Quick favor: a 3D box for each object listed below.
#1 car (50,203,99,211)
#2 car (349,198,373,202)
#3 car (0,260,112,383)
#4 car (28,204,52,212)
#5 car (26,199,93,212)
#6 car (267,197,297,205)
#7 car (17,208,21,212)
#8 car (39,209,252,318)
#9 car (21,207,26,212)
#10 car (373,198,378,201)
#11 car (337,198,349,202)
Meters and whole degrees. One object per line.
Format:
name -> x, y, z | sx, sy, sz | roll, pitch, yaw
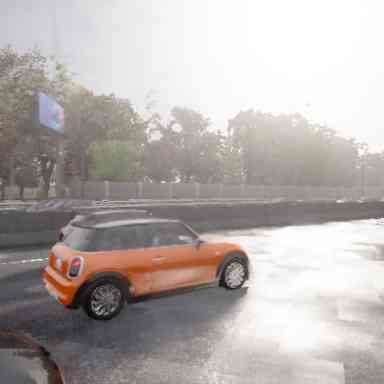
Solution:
car -> -1.947, 1.352, 10.957 | 4.553, 1.767, 2.097 | 0, 0, -36
car -> 25.071, 1.578, 47.630 | 4.892, 1.490, 1.837 | 0, 0, -35
car -> -3.129, 1.491, 1.512 | 4.902, 1.511, 2.128 | 0, 0, -36
car -> -7.131, 1.601, 20.404 | 4.718, 1.301, 1.895 | 0, 0, -36
car -> -8.854, 1.352, 23.473 | 4.553, 1.767, 2.097 | 0, 0, -35
car -> 12.870, 1.524, 47.542 | 5.008, 1.535, 1.882 | 0, 0, -35
car -> -12.711, 1.505, 29.319 | 4.892, 1.490, 1.837 | 0, 0, -35
car -> -0.770, 1.352, 7.499 | 4.553, 1.767, 2.097 | 0, 0, -36
car -> -10.726, 1.352, 26.436 | 4.553, 1.767, 2.097 | 0, 0, -35
car -> 26.669, 1.674, 44.475 | 4.718, 1.301, 1.895 | 0, 0, -35
car -> 23.894, 1.641, 51.083 | 4.181, 1.385, 1.994 | 0, 0, -35
